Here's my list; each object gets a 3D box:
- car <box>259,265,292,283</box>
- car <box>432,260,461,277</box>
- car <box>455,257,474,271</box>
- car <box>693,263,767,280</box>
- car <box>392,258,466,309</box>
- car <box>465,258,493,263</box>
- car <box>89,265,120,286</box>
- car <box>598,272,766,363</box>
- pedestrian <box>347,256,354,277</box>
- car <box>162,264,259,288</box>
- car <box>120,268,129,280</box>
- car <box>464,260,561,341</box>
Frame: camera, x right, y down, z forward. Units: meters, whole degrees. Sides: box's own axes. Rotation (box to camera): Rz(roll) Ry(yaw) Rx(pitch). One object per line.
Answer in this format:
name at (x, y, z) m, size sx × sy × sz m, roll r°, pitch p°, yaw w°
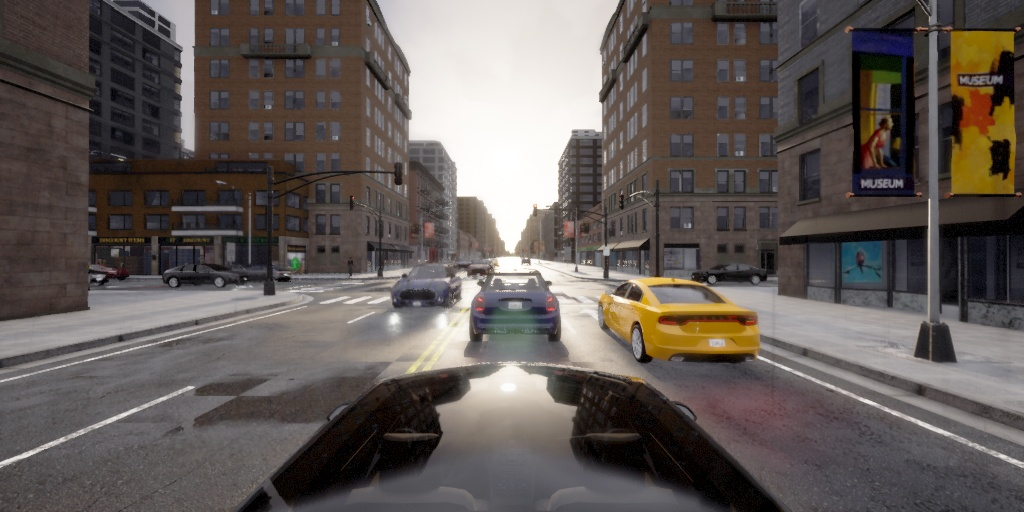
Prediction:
car at (-18.437, 1.319, 26.061) m, size 4.181 × 1.385 × 1.994 m, roll 0°, pitch 0°, yaw 0°
car at (-6.657, 1.241, 36.995) m, size 2.128 × 1.511 × 4.902 m, roll 0°, pitch 0°, yaw 0°
car at (-6.673, 1.098, 50.633) m, size 2.097 × 1.767 × 4.553 m, roll 0°, pitch 0°, yaw 0°
car at (15.844, 1.267, 26.327) m, size 5.008 × 1.535 × 1.882 m, roll 0°, pitch 0°, yaw 1°
car at (-3.370, 1.102, 14.950) m, size 2.097 × 1.767 × 4.553 m, roll 0°, pitch 0°, yaw 0°
car at (-3.186, 1.102, 34.865) m, size 2.097 × 1.767 × 4.553 m, roll 0°, pitch 0°, yaw -4°
car at (-29.105, 1.232, 23.182) m, size 4.902 × 1.511 × 2.128 m, roll 0°, pitch 0°, yaw 0°
car at (3.315, 1.228, 8.176) m, size 1.882 × 1.535 × 5.008 m, roll 0°, pitch 0°, yaw 1°
pedestrian at (-14.189, 0.920, 31.491) m, size 0.375 × 1.860 × 0.375 m, roll 0°, pitch 0°, yaw 0°
car at (-19.617, 1.249, 23.148) m, size 4.892 × 1.490 × 1.837 m, roll 0°, pitch 0°, yaw 0°
car at (-33.189, 1.344, 28.681) m, size 4.207 × 1.307 × 1.802 m, roll 0°, pitch 0°, yaw 0°
car at (0.077, 1.102, 9.977) m, size 2.097 × 1.767 × 4.553 m, roll 0°, pitch 0°, yaw 0°
